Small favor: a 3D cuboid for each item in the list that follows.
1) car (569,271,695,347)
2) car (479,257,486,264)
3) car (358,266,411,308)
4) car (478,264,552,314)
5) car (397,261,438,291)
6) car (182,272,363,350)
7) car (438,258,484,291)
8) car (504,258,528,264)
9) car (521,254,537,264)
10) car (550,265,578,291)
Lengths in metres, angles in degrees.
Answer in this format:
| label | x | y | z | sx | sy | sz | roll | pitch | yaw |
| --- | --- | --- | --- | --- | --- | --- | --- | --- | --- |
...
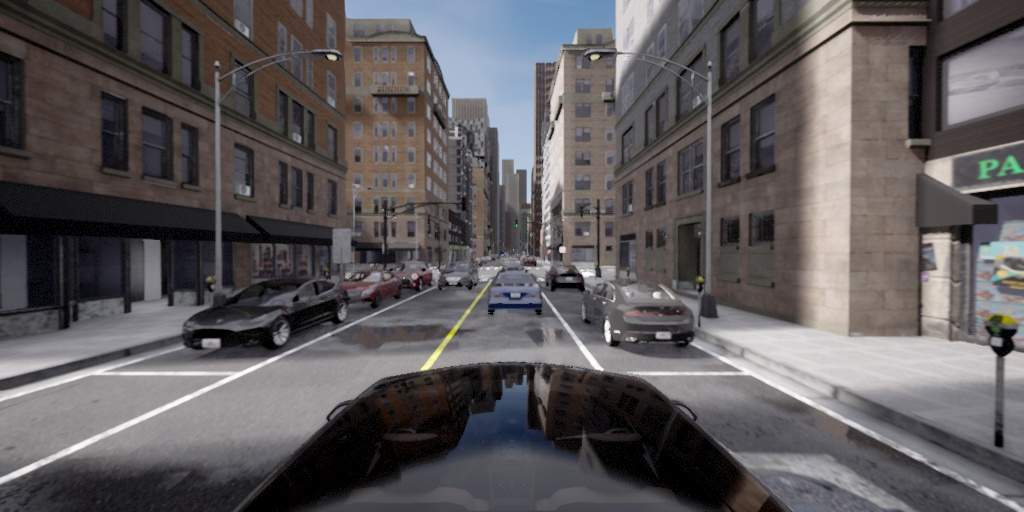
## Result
| label | x | y | z | sx | sy | sz | roll | pitch | yaw |
| --- | --- | --- | --- | --- | --- | --- | --- | --- | --- |
| car | 2.856 | 1.238 | 8.943 | 2.007 | 1.370 | 4.403 | 0 | 0 | 0 |
| car | -5.644 | 0.889 | 57.044 | 1.802 | 1.307 | 4.207 | 0 | 0 | 0 |
| car | -5.671 | 1.222 | 14.442 | 1.802 | 1.307 | 4.207 | 0 | 0 | 0 |
| car | 0.098 | 1.198 | 13.236 | 2.033 | 1.411 | 5.357 | 0 | 0 | 0 |
| car | -5.672 | 1.033 | 19.944 | 1.967 | 1.591 | 4.097 | 0 | 0 | 0 |
| car | -5.669 | 1.253 | 8.941 | 1.948 | 1.339 | 4.313 | 0 | 0 | 0 |
| car | -3.003 | 1.091 | 20.712 | 2.128 | 1.511 | 4.902 | 0 | 0 | 0 |
| car | 0.095 | 1.101 | 31.101 | 1.895 | 1.301 | 4.718 | 0 | 0 | 0 |
| car | 2.882 | 0.747 | 57.033 | 1.967 | 1.591 | 4.097 | 0 | 0 | 0 |
| car | 2.854 | 1.159 | 19.945 | 1.948 | 1.339 | 4.313 | 0 | 0 | 0 |
